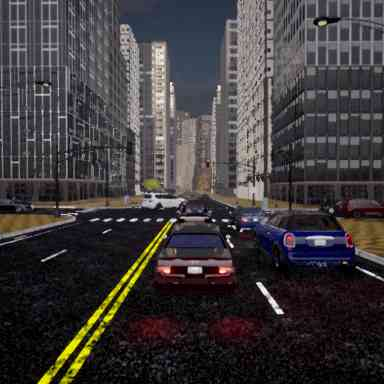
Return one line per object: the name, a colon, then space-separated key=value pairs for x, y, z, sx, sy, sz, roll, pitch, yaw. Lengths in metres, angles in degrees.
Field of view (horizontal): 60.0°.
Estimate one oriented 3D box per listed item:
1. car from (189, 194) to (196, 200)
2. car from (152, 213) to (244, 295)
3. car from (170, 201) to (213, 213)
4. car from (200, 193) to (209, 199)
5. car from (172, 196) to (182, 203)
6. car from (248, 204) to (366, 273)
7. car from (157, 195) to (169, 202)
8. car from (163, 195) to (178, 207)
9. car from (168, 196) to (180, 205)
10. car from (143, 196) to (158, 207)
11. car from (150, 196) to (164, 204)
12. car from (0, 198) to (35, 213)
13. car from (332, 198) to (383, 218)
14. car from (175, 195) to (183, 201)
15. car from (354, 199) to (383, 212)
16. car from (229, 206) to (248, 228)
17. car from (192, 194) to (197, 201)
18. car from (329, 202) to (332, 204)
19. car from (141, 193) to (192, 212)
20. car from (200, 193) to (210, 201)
car: x=0.184 y=1.386 z=92.149 sx=1.837 sy=1.490 sz=4.892 roll=0 pitch=0 yaw=0
car: x=0.110 y=1.541 z=8.881 sx=2.033 sy=1.411 sz=5.357 roll=0 pitch=0 yaw=1
car: x=0.137 y=1.477 z=18.626 sx=2.128 sy=1.511 sz=4.902 roll=0 pitch=0 yaw=0
car: x=3.434 y=1.073 z=92.110 sx=2.097 sy=1.767 sz=4.553 roll=0 pitch=0 yaw=0
car: x=-3.112 y=1.526 z=69.456 sx=1.895 sy=1.301 sz=4.718 roll=0 pitch=0 yaw=0
car: x=3.370 y=1.345 z=10.850 sx=2.097 sy=1.767 sz=4.553 roll=0 pitch=0 yaw=0
car: x=-6.356 y=1.460 z=72.951 sx=2.033 sy=1.411 sz=5.357 roll=0 pitch=0 yaw=0
car: x=-3.221 y=1.304 z=50.560 sx=2.097 sy=1.767 sz=4.553 roll=0 pitch=0 yaw=-1
car: x=-3.207 y=1.466 z=59.480 sx=1.812 sy=1.442 sz=4.674 roll=0 pitch=0 yaw=1
car: x=-6.490 y=1.455 z=52.401 sx=1.837 sy=1.490 sz=4.892 roll=0 pitch=0 yaw=0
car: x=-6.436 y=1.483 z=62.281 sx=2.033 sy=1.411 sz=5.357 roll=0 pitch=0 yaw=0
car: x=-18.761 y=1.331 z=34.140 sx=4.902 sy=1.511 sz=2.128 roll=1 pitch=1 yaw=1
car: x=16.262 y=1.510 z=30.907 sx=5.009 sy=1.841 sz=2.192 roll=1 pitch=0 yaw=1
car: x=-3.092 y=1.409 z=79.535 sx=1.837 sy=1.490 sz=4.892 roll=0 pitch=0 yaw=0
car: x=21.887 y=1.632 z=39.183 sx=4.829 sy=1.417 sz=1.752 roll=1 pitch=0 yaw=1
car: x=3.390 y=1.532 z=20.235 sx=2.033 sy=1.411 sz=5.357 roll=0 pitch=0 yaw=0
car: x=0.163 y=1.513 z=74.539 sx=1.895 sy=1.301 sz=4.718 roll=0 pitch=0 yaw=0
car: x=16.487 y=1.606 z=36.715 sx=4.892 sy=1.490 sz=1.837 roll=0 pitch=1 yaw=-1
car: x=-3.172 y=1.130 z=38.329 sx=5.566 sy=2.045 sz=2.150 roll=-1 pitch=2 yaw=-41
car: x=3.414 y=1.374 z=81.721 sx=1.882 sy=1.535 sz=5.008 roll=0 pitch=0 yaw=0
